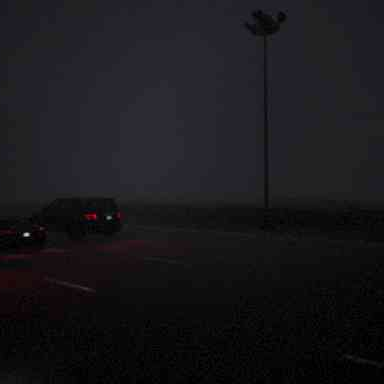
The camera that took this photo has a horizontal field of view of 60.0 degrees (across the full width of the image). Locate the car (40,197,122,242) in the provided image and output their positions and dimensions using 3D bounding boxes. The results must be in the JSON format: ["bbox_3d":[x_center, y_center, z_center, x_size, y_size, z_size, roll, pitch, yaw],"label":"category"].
[{"bbox_3d":[-5.997,1.280,16.856,5.566,2.045,2.150,0,0,35],"label":"car"}]

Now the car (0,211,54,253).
[{"bbox_3d":[-8.014,1.633,13.995,4.181,1.385,1.994,0,0,35],"label":"car"}]
